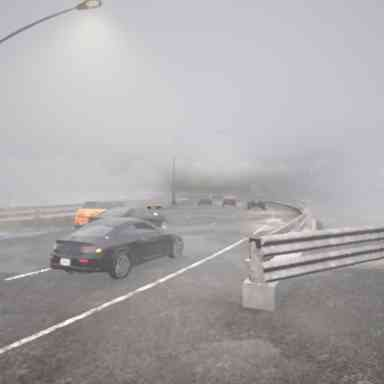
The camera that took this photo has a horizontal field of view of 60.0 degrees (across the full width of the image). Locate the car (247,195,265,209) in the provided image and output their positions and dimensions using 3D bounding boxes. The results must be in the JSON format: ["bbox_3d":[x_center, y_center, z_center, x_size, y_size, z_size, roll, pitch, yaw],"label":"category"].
[{"bbox_3d":[8.126,1.217,42.248,2.097,1.767,4.553,0,0,9],"label":"car"}]

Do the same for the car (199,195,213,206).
[{"bbox_3d":[2.221,1.168,51.793,2.097,1.767,4.553,0,0,5],"label":"car"}]

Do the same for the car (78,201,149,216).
[{"bbox_3d":[-2.922,1.410,16.257,1.882,1.535,5.008,0,0,23],"label":"car"}]

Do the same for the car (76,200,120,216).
[{"bbox_3d":[-4.986,1.264,20.460,2.097,1.767,4.553,0,0,22],"label":"car"}]

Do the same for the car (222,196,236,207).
[{"bbox_3d":[5.511,1.311,49.123,1.882,1.535,5.008,0,0,6],"label":"car"}]

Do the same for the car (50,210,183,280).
[{"bbox_3d":[-1.971,1.484,9.928,1.812,1.442,4.674,0,0,26],"label":"car"}]
